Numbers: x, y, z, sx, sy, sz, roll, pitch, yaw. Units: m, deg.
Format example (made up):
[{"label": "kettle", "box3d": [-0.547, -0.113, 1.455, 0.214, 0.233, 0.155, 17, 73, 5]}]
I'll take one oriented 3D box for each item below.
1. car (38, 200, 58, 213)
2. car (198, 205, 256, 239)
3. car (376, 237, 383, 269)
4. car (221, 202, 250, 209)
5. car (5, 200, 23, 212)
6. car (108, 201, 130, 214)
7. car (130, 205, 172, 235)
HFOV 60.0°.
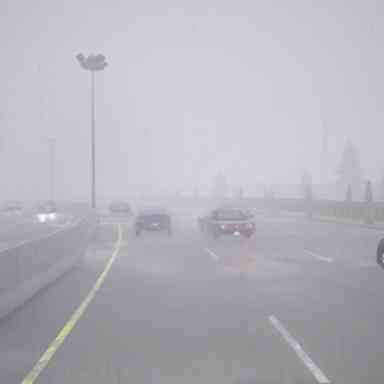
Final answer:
[{"label": "car", "box3d": [-17.033, 1.648, 39.144, 2.128, 1.511, 4.902, -1, 0, -27]}, {"label": "car", "box3d": [1.607, 1.590, 17.226, 1.895, 1.301, 4.718, 0, 0, -11]}, {"label": "car", "box3d": [6.431, 1.313, 7.681, 2.097, 1.767, 4.553, 0, 0, -4]}, {"label": "car", "box3d": [3.084, 1.526, 26.370, 2.033, 1.411, 5.357, 0, 0, -16]}, {"label": "car", "box3d": [-22.762, 1.764, 42.503, 2.033, 1.411, 5.357, -1, 0, -30]}, {"label": "car", "box3d": [-8.057, 1.634, 36.844, 1.994, 1.385, 4.181, -1, 0, -22]}, {"label": "car", "box3d": [-2.379, 1.495, 19.176, 1.882, 1.535, 5.008, 0, 0, -12]}]
